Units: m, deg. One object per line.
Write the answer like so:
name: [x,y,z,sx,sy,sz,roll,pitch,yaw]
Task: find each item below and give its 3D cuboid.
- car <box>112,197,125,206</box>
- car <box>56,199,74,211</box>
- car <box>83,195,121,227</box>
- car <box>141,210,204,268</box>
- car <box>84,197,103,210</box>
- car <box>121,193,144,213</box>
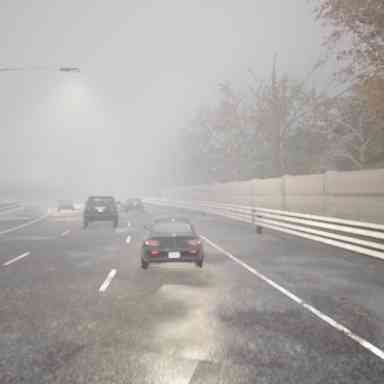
car: [-12.287,1.604,55.077,1.895,1.301,4.718,0,0,-15]
car: [-15.804,1.572,41.473,2.033,1.411,5.357,0,0,-24]
car: [-6.220,1.226,23.138,2.150,2.045,5.566,0,0,-12]
car: [-0.732,1.520,11.196,1.812,1.442,4.674,0,0,-6]
car: [-12.959,1.491,43.555,1.882,1.535,5.008,0,0,-24]
car: [-6.668,1.349,36.956,2.097,1.767,4.553,0,0,-18]
